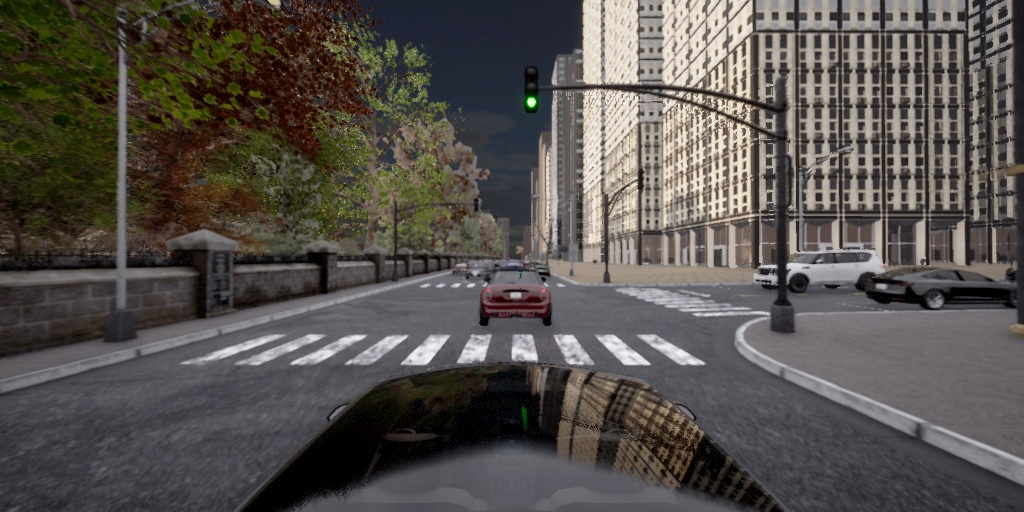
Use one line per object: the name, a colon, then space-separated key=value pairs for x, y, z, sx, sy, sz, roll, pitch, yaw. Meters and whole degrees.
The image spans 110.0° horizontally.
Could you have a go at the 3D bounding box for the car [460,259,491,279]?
car: x=-3.059 y=1.309 z=32.713 sx=2.128 sy=1.511 sz=4.902 roll=0 pitch=0 yaw=1

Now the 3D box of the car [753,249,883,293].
car: x=15.352 y=0.724 z=18.057 sx=5.566 sy=2.045 sz=2.150 roll=-1 pitch=0 yaw=0

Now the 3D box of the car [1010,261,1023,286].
car: x=28.839 y=0.873 z=18.113 sx=4.718 sy=1.301 sz=1.895 roll=-1 pitch=0 yaw=0

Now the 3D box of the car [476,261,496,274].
car: x=-3.050 y=1.334 z=43.110 sx=2.128 sy=1.511 sz=4.902 roll=0 pitch=0 yaw=0

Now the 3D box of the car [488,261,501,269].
car: x=-2.964 y=1.494 z=61.170 sx=1.895 sy=1.301 sz=4.718 roll=0 pitch=0 yaw=0

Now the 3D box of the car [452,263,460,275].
car: x=-5.658 y=1.418 z=40.489 sx=1.802 sy=1.307 sz=4.207 roll=0 pitch=0 yaw=0

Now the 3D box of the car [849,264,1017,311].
car: x=14.693 y=1.044 z=12.257 sx=4.313 sy=1.339 sz=1.948 roll=0 pitch=0 yaw=0

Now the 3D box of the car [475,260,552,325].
car: x=0.109 y=1.121 z=12.092 sx=2.097 sy=1.767 sz=4.553 roll=0 pitch=0 yaw=0
